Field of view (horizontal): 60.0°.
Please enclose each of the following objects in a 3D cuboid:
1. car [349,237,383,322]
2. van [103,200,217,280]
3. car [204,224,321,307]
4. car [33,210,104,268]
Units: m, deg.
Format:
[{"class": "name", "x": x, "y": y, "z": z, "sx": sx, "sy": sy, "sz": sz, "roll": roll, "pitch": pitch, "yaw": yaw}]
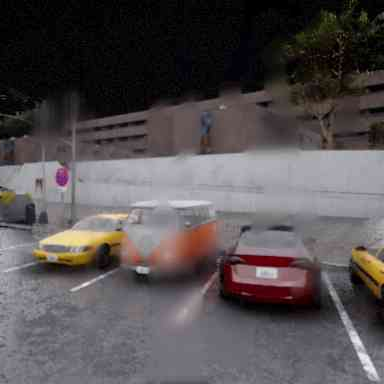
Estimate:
[{"class": "car", "x": 4.415, "y": 1.490, "z": 6.550, "sx": 1.946, "sy": 1.575, "sz": 5.366, "roll": 0, "pitch": -1, "yaw": 15}, {"class": "van", "x": -0.519, "y": 1.221, "z": 9.714, "sx": 1.878, "sy": 1.987, "sz": 4.442, "roll": 1, "pitch": 0, "yaw": 15}, {"class": "car", "x": 1.941, "y": 1.499, "z": 8.127, "sx": 2.163, "sy": 1.488, "sz": 4.792, "roll": 0, "pitch": 0, "yaw": 15}, {"class": "car", "x": -2.971, "y": 1.421, "z": 11.375, "sx": 1.946, "sy": 1.575, "sz": 5.366, "roll": 1, "pitch": 0, "yaw": 15}]
